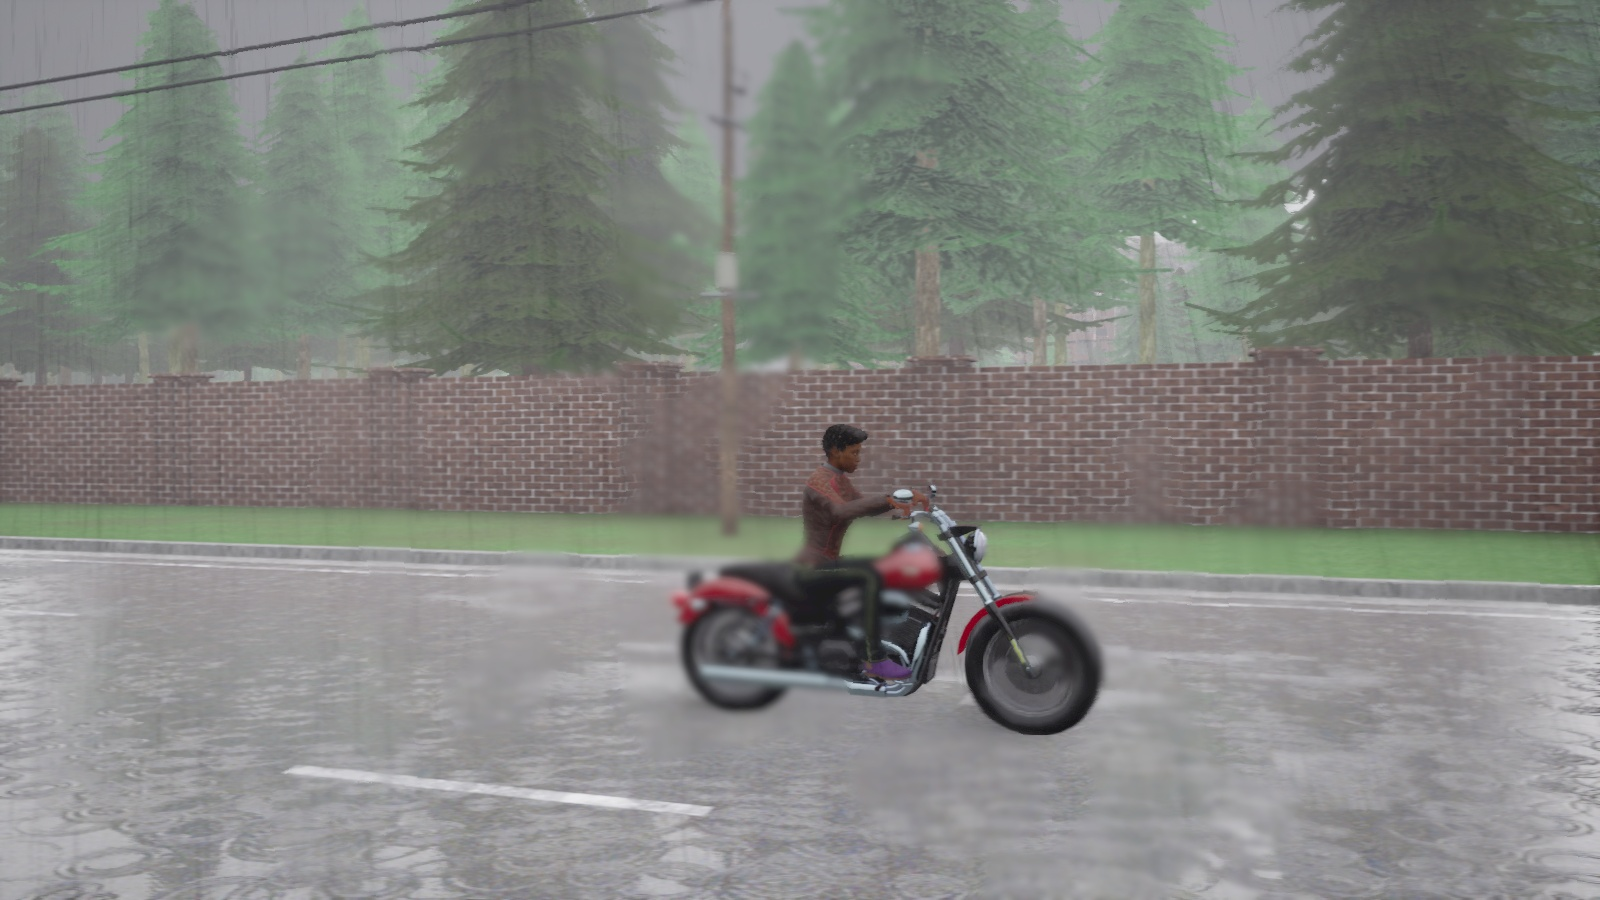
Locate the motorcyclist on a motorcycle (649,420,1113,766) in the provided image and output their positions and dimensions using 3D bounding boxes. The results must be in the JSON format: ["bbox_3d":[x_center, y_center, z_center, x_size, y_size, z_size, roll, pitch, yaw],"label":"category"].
[{"bbox_3d":[0.431,0.671,6.736,2.350,1.649,0.766,1,1,18],"label":"motorcyclist on a motorcycle"}]
